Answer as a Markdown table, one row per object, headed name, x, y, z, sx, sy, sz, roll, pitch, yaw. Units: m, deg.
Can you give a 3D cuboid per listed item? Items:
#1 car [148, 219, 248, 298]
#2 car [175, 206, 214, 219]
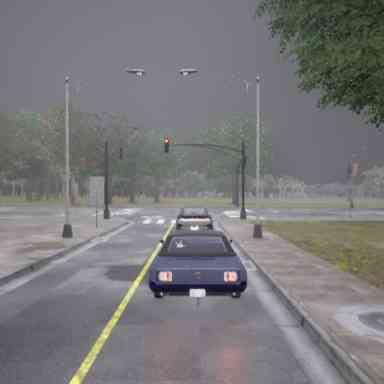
| name | x | y | z | sx | sy | sz | roll | pitch | yaw |
| --- | --- | --- | --- | --- | --- | --- | --- | --- | --- |
| car | 0.110 | 1.600 | 8.428 | 1.895 | 1.301 | 4.718 | 0 | 0 | 0 |
| car | 0.123 | 1.505 | 17.687 | 2.128 | 1.511 | 4.902 | 0 | 0 | 0 |
